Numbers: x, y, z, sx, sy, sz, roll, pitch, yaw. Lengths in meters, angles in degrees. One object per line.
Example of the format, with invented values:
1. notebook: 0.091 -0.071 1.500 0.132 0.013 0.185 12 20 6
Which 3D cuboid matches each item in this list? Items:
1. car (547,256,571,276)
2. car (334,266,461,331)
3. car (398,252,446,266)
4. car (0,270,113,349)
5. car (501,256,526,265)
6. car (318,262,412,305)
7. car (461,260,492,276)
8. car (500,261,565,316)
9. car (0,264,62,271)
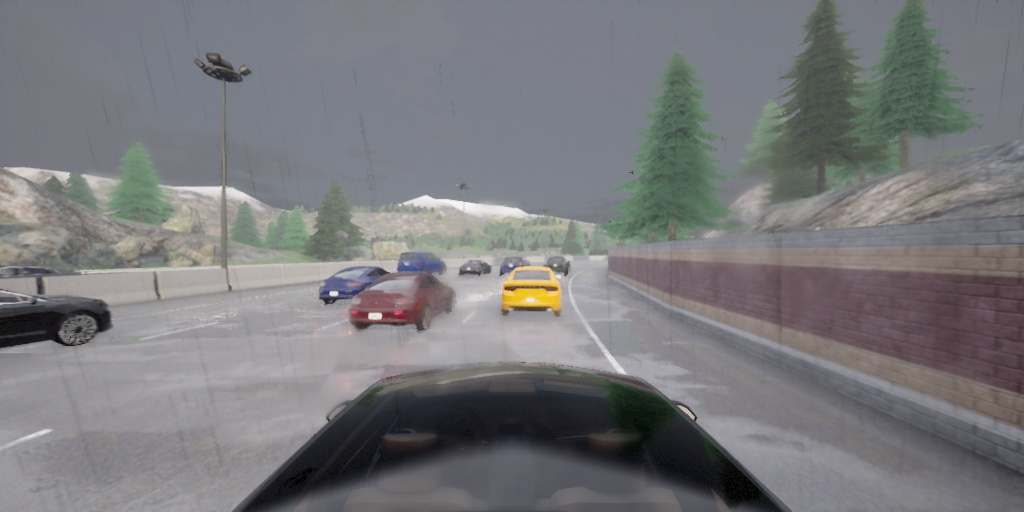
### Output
1. car: 4.234 0.812 32.867 2.097 1.767 4.553 0 1 14
2. car: -2.970 1.189 10.503 1.812 1.442 4.674 0 1 4
3. car: -7.338 0.700 29.581 2.150 2.045 5.566 0 1 12
4. car: -10.202 1.187 6.223 2.128 1.511 4.902 0 1 2
5. car: 0.393 0.817 31.895 2.097 1.767 4.553 0 1 13
6. car: -6.066 1.143 14.965 1.812 1.442 4.674 0 0 6
7. car: -3.170 1.024 31.998 1.994 1.385 4.181 0 1 13
8. car: 0.763 1.121 13.012 1.882 1.535 5.008 0 1 5
9. car: -20.394 1.101 14.145 2.128 1.511 4.902 0 0 5
